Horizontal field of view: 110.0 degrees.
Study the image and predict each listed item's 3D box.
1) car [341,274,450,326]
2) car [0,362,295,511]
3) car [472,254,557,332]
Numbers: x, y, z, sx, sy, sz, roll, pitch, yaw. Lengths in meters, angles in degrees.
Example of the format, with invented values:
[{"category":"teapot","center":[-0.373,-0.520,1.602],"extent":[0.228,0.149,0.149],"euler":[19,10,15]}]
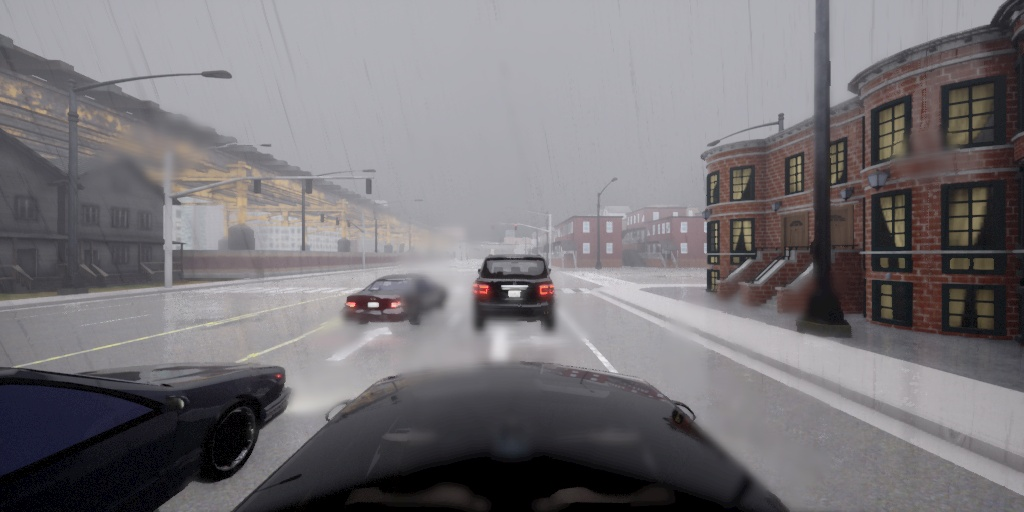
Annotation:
[{"category":"car","center":[-3.443,1.297,11.682],"extent":[2.033,1.411,5.357],"euler":[0,0,2]},{"category":"car","center":[-3.388,1.297,1.611],"extent":[2.033,1.411,5.357],"euler":[0,0,-1]},{"category":"car","center":[0.083,0.971,11.001],"extent":[2.150,2.045,5.566],"euler":[0,0,0]}]
